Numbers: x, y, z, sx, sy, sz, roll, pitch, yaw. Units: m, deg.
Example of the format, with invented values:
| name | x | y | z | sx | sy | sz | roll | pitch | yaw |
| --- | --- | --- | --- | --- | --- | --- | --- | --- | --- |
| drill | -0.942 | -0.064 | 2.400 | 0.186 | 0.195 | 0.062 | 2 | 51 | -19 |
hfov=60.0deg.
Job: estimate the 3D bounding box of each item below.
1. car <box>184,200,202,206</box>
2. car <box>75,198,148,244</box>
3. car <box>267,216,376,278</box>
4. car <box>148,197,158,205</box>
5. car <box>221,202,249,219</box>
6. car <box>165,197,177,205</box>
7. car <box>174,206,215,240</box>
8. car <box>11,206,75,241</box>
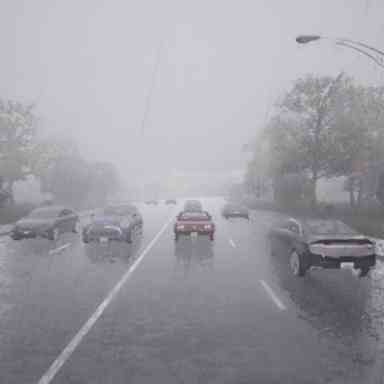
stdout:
| name | x | y | z | sx | sy | sz | roll | pitch | yaw |
| --- | --- | --- | --- | --- | --- | --- | --- | --- | --- |
| car | 0.114 | 1.528 | 35.135 | 2.033 | 1.411 | 5.357 | 0 | 0 | 0 |
| car | -3.592 | 1.343 | 15.786 | 2.097 | 1.767 | 4.553 | 0 | 0 | 0 |
| car | 3.607 | 1.486 | 10.148 | 2.128 | 1.511 | 4.902 | 0 | 0 | 0 |
| car | -7.014 | 1.531 | 58.229 | 1.994 | 1.385 | 4.181 | 0 | 0 | 1 |
| car | 3.613 | 1.548 | 28.528 | 1.994 | 1.385 | 4.181 | 0 | 0 | 0 |
| car | -3.530 | 1.569 | 56.747 | 1.895 | 1.301 | 4.718 | 0 | 0 | 1 |
| car | 0.108 | 1.591 | 17.026 | 1.895 | 1.301 | 4.718 | 0 | 0 | 0 |
| car | -7.092 | 1.496 | 16.623 | 1.837 | 1.490 | 4.892 | 0 | 0 | 0 |
